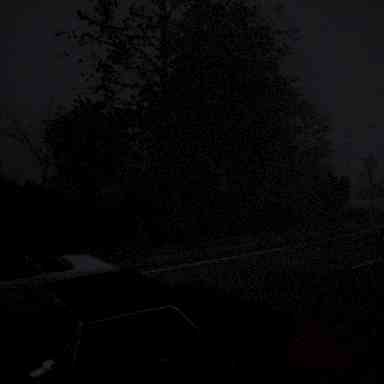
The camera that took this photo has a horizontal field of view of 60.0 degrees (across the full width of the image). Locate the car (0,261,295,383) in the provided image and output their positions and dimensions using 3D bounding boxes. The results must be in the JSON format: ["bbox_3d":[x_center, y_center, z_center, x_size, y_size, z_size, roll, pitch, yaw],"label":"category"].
[{"bbox_3d":[-1.169,1.613,3.273,4.718,1.301,1.895,0,0,-37],"label":"car"}]

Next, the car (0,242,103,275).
[{"bbox_3d":[-3.747,1.621,5.714,4.718,1.301,1.895,0,0,-36],"label":"car"}]
